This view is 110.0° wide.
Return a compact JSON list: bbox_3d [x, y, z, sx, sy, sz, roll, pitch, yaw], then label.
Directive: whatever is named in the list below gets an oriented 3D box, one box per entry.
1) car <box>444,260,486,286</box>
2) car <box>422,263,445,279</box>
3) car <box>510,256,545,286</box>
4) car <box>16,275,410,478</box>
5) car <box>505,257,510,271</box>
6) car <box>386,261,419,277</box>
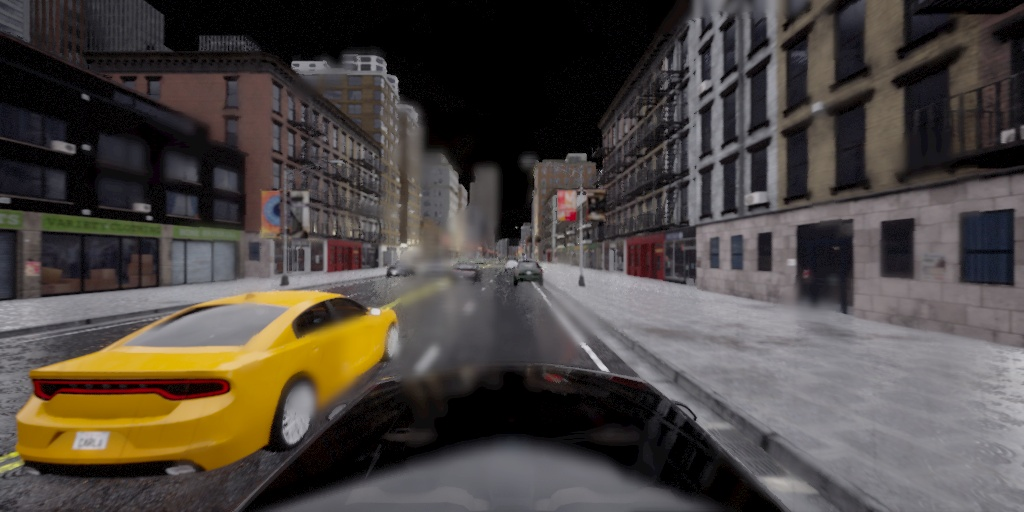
[{"bbox_3d":[-3.161,1.241,25.675,2.128,1.511,4.902,0,0,0],"label":"car"},{"bbox_3d":[-6.605,1.311,32.100,1.994,1.385,4.181,0,0,0],"label":"car"},{"bbox_3d":[1.126,1.100,25.655,2.097,1.767,4.553,0,0,0],"label":"car"},{"bbox_3d":[-3.152,1.227,5.160,1.882,1.535,5.008,0,0,0],"label":"car"},{"bbox_3d":[0.013,1.265,48.748,1.812,1.442,4.674,0,0,1],"label":"car"},{"bbox_3d":[-9.855,1.238,32.528,2.128,1.511,4.902,0,0,0],"label":"car"}]
